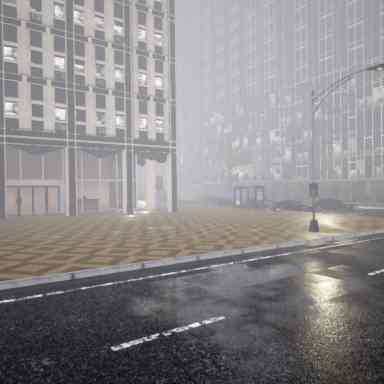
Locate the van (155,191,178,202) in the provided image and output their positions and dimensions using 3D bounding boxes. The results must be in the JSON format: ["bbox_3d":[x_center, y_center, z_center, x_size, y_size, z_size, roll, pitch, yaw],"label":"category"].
[{"bbox_3d":[-4.790,0.936,59.093,1.690,1.788,3.998,0,1,-35],"label":"van"}]

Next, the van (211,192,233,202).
[{"bbox_3d":[5.335,0.855,59.162,1.690,1.788,3.998,0,1,-35],"label":"van"}]

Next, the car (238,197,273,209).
[{"bbox_3d":[8.008,1.388,40.309,1.802,1.307,4.206,0,1,-35],"label":"car"}]

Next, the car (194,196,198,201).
[{"bbox_3d":[2.113,1.043,63.846,1.802,1.307,4.206,0,1,-35],"label":"car"}]

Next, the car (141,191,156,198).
[{"bbox_3d":[-10.779,0.685,82.571,1.967,1.590,4.097,0,1,-35],"label":"car"}]

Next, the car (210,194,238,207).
[{"bbox_3d":[4.833,1.319,45.023,1.947,1.339,4.313,0,1,-35],"label":"car"}]

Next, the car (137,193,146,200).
[{"bbox_3d":[-11.236,1.039,68.459,2.008,1.369,4.403,0,1,-35],"label":"car"}]

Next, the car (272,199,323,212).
[{"bbox_3d":[11.217,1.423,35.615,1.947,1.339,4.313,0,1,-35],"label":"car"}]

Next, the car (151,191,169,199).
[{"bbox_3d":[-7.556,0.614,77.888,2.192,1.841,5.009,0,1,-35],"label":"car"}]

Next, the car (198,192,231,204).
[{"bbox_3d":[3.688,1.205,51.348,2.033,1.411,5.357,-1,1,-34],"label":"car"}]

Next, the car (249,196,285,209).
[{"bbox_3d":[9.578,1.316,42.773,1.994,1.385,4.181,-1,1,-35],"label":"car"}]

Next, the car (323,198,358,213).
[{"bbox_3d":[14.976,1.364,34.936,1.812,1.442,4.674,-1,1,-34],"label":"car"}]
